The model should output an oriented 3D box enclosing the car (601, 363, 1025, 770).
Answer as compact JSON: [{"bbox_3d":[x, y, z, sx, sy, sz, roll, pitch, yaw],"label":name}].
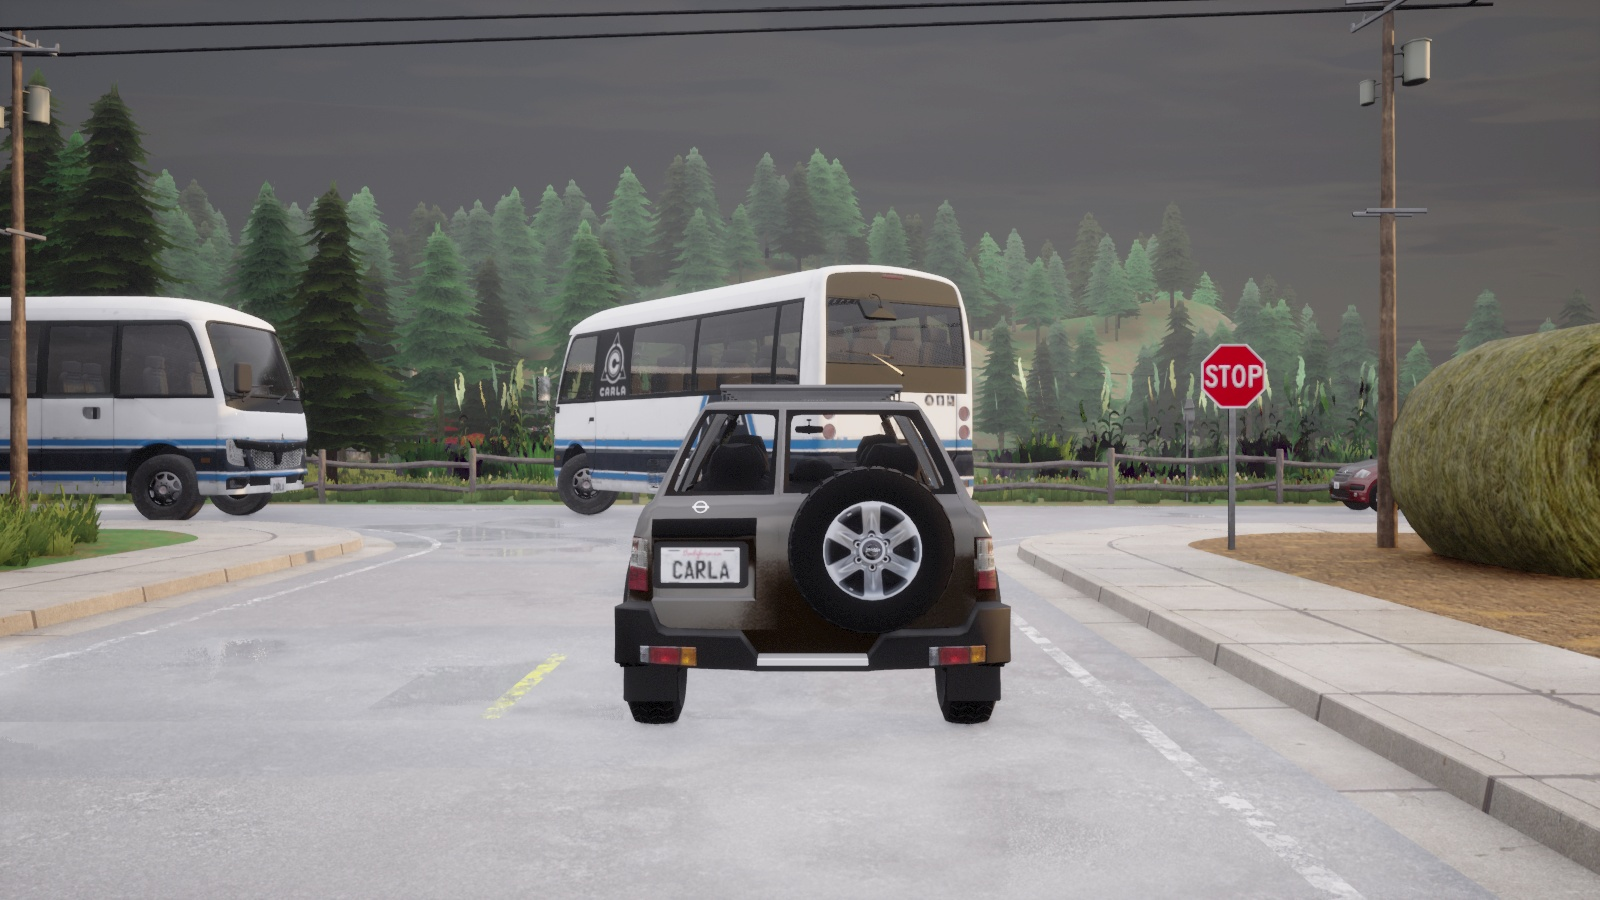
[{"bbox_3d":[0.061,0.518,8.032,1.932,1.855,4.605,0,0,0],"label":"car"}]

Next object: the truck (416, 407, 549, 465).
[{"bbox_3d":[-21.298,-0.913,84.595,8.468,3.827,2.891,0,0,-9],"label":"truck"}]

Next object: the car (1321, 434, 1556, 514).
[{"bbox_3d":[13.263,0.472,26.275,3.988,1.617,1.851,0,0,3],"label":"car"}]

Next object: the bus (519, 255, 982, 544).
[{"bbox_3d":[-1.524,-0.787,23.866,3.944,4.253,10.273,0,1,-34],"label":"bus"}]

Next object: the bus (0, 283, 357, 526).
[{"bbox_3d":[-14.398,-0.813,24.261,10.273,4.253,3.944,0,0,3],"label":"bus"}]
